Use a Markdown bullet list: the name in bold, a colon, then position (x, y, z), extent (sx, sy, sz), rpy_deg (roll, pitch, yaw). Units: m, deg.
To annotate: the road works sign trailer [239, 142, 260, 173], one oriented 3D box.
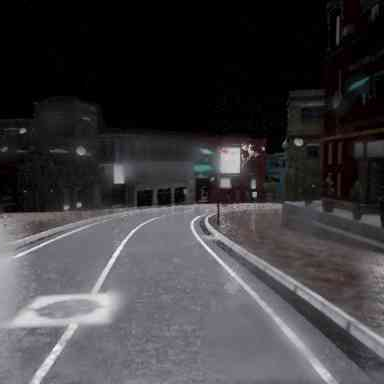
- **road works sign trailer**: position (6.119, -4.276, 41.934), extent (2.880, 3.560, 2.380), rpy_deg (14, 30, -42)
